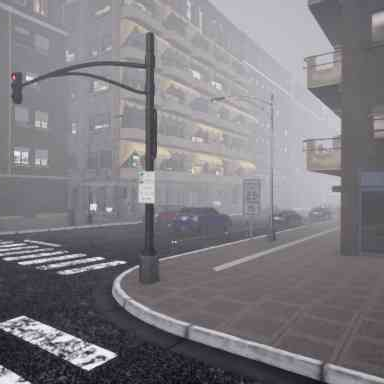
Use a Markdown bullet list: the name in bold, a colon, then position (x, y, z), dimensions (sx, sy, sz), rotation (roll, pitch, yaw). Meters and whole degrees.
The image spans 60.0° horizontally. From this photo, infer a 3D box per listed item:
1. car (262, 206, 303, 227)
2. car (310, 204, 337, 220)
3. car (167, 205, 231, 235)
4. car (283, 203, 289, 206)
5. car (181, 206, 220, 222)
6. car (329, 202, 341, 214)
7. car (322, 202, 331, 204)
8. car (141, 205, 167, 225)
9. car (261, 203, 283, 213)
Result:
- **car**: position (7.740, 2.096, 27.409), dimensions (1.947, 1.339, 4.313), rotation (-1, -2, 35)
- **car**: position (14.211, 2.297, 36.733), dimensions (1.947, 1.339, 4.313), rotation (-1, -2, 35)
- **car**: position (0.769, 1.716, 21.915), dimensions (2.097, 1.767, 4.553), rotation (0, -1, 35)
- **car**: position (13.755, 2.406, 50.658), dimensions (1.752, 1.417, 4.829), rotation (-1, -1, 35)
- **car**: position (0.911, 2.064, 32.150), dimensions (1.802, 1.307, 4.206), rotation (-1, -1, 35)
- **car**: position (20.779, 2.460, 46.197), dimensions (1.752, 1.417, 4.829), rotation (-1, -2, 35)
- **car**: position (20.093, 2.564, 49.671), dimensions (1.895, 1.301, 4.718), rotation (0, -1, 35)
- **car**: position (-2.324, 1.822, 27.492), dimensions (1.967, 1.590, 4.097), rotation (-1, -1, 35)
- **car**: position (10.616, 2.328, 46.135), dimensions (1.887, 1.381, 4.507), rotation (-1, -1, 35)
